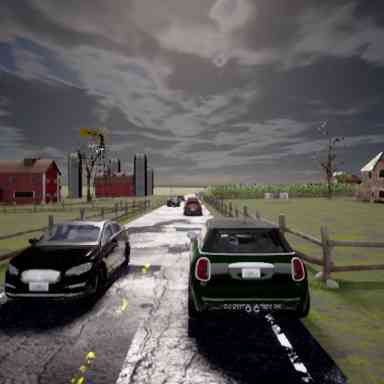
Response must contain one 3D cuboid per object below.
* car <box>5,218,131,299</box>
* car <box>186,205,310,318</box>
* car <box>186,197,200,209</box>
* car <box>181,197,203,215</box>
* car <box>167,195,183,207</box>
[{"bbox_3d":[-2.840,1.487,8.619,2.128,1.511,4.902,0,0,0],"label":"car"},{"bbox_3d":[0.972,1.347,7.582,2.097,1.767,4.553,0,0,0],"label":"car"},{"bbox_3d":[0.090,1.478,46.913,1.882,1.535,5.008,0,0,0],"label":"car"},{"bbox_3d":[0.104,1.521,34.414,1.812,1.442,4.674,0,0,0],"label":"car"},{"bbox_3d":[-2.784,1.566,51.144,1.994,1.385,4.181,0,0,0],"label":"car"}]
